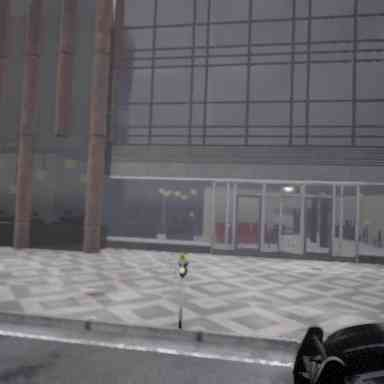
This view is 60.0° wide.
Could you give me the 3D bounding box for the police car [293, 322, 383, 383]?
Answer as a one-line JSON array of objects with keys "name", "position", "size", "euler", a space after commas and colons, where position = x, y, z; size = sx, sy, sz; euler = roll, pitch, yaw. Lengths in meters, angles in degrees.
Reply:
[{"name": "police car", "position": [3.654, 1.703, 2.893], "size": [5.238, 1.638, 1.930], "euler": [2, -3, 10]}]
